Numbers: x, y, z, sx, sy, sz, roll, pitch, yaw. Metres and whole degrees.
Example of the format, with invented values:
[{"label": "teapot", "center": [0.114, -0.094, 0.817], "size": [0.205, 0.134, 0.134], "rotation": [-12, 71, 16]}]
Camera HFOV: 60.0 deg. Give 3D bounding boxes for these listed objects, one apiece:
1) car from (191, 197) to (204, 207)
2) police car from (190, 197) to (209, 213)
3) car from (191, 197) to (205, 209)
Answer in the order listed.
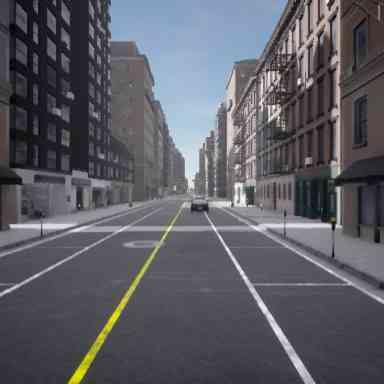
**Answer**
[{"label": "car", "center": [0.825, 1.548, 52.054], "size": [1.812, 1.442, 4.674], "rotation": [0, 0, 0]}, {"label": "police car", "center": [0.825, 1.432, 36.164], "size": [1.930, 1.638, 5.238], "rotation": [0, 0, 0]}, {"label": "car", "center": [0.825, 1.469, 46.244], "size": [1.801, 1.575, 5.366], "rotation": [0, 0, 0]}]
